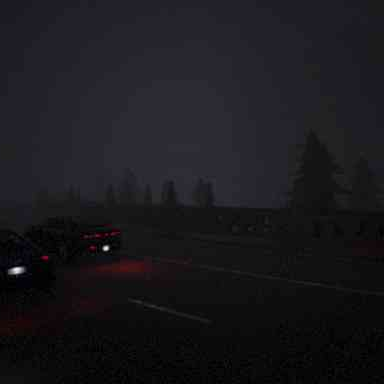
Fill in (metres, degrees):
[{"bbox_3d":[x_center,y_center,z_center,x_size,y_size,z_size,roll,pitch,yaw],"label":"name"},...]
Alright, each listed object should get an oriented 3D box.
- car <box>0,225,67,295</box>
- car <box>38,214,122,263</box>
[{"bbox_3d":[-5.184,1.621,8.219,4.181,1.385,1.994,0,0,40],"label":"car"},{"bbox_3d":[-4.586,1.571,12.336,4.892,1.490,1.837,0,0,42],"label":"car"}]
